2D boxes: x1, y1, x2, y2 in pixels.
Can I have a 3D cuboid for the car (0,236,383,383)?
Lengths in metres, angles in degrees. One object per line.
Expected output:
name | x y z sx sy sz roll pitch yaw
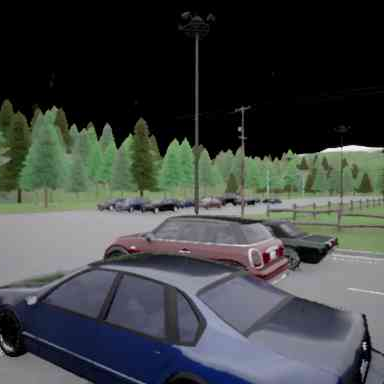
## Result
car | -0.605 1.543 4.296 5.357 1.411 2.033 0 0 34

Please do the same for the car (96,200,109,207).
car | -9.011 1.459 39.323 1.837 1.490 4.892 0 0 36

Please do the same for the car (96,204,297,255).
car | -0.061 1.345 8.192 4.553 1.767 2.097 0 0 33

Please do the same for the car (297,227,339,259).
car | 2.142 1.594 10.975 4.718 1.301 1.895 0 0 34

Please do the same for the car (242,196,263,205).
car | 11.148 1.465 60.933 1.837 1.490 4.892 0 0 37

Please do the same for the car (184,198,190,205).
car | -0.851 1.507 44.605 2.033 1.411 5.357 0 0 36

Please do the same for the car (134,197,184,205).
car | -3.355 1.442 35.203 1.882 1.535 5.008 0 0 36

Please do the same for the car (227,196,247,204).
car | 8.632 1.480 63.348 1.812 1.442 4.674 0 0 36

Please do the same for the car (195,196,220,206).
car | 2.629 1.459 55.241 1.837 1.490 4.892 0 0 36

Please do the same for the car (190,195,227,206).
car | 2.142 1.491 42.754 1.812 1.442 4.674 0 0 36

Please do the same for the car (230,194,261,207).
car | 8.224 1.443 51.066 1.882 1.535 5.008 0 0 36

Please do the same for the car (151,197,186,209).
car | -3.283 1.502 47.205 2.033 1.411 5.357 0 0 37

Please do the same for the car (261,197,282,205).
car | 14.343 1.513 59.361 2.033 1.411 5.357 0 0 36

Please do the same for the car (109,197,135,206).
car | -6.412 1.312 36.933 2.097 1.767 4.553 0 0 36

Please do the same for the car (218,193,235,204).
car | 5.181 1.181 52.820 2.150 2.045 5.566 0 0 37
